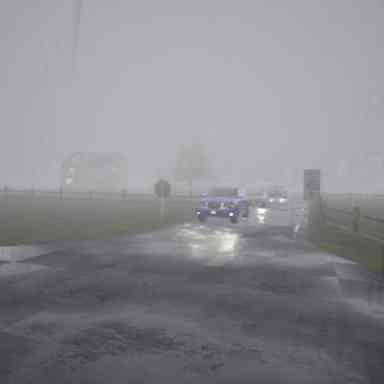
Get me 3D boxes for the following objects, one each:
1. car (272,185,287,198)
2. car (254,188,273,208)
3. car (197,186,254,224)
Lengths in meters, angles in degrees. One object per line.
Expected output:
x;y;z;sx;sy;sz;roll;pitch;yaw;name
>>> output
13.528;-0.122;51.732;2.150;2.045;5.566;1;1;20;car
6.362;0.650;32.108;1.837;1.490;4.892;1;2;20;car
2.081;0.665;20.222;2.150;2.045;5.566;1;2;20;car
